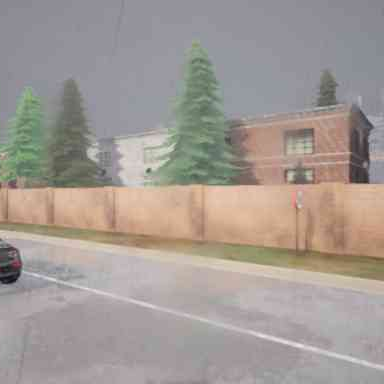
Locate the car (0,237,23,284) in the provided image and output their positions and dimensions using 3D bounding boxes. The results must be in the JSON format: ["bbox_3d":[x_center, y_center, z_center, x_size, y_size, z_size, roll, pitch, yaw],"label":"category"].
[{"bbox_3d":[-6.071,1.557,8.364,4.674,1.442,1.812,0,0,36],"label":"car"}]
